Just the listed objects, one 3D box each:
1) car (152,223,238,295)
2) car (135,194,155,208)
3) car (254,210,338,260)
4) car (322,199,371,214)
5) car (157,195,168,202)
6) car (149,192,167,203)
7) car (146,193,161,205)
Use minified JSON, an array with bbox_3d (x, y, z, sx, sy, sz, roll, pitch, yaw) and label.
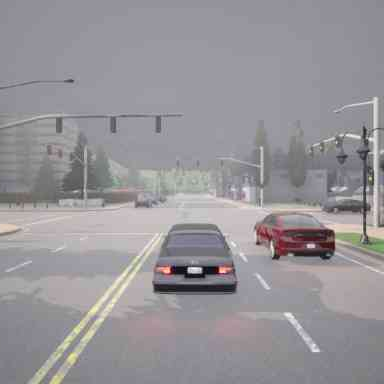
[{"bbox_3d":[0.078,1.547,8.887,2.033,1.411,5.357,0,0,1],"label":"car"},{"bbox_3d":[-6.981,1.477,48.096,1.882,1.535,5.008,0,0,0],"label":"car"},{"bbox_3d":[3.605,1.478,12.507,1.882,1.535,5.008,0,0,0],"label":"car"},{"bbox_3d":[16.256,1.505,35.146,4.892,1.490,1.837,0,0,-1],"label":"car"},{"bbox_3d":[-6.842,1.540,78.186,2.033,1.411,5.357,0,0,0],"label":"car"},{"bbox_3d":[-6.875,1.221,67.570,2.150,2.045,5.566,0,0,0],"label":"car"},{"bbox_3d":[-6.947,1.477,57.672,1.882,1.535,5.008,0,0,0],"label":"car"}]
